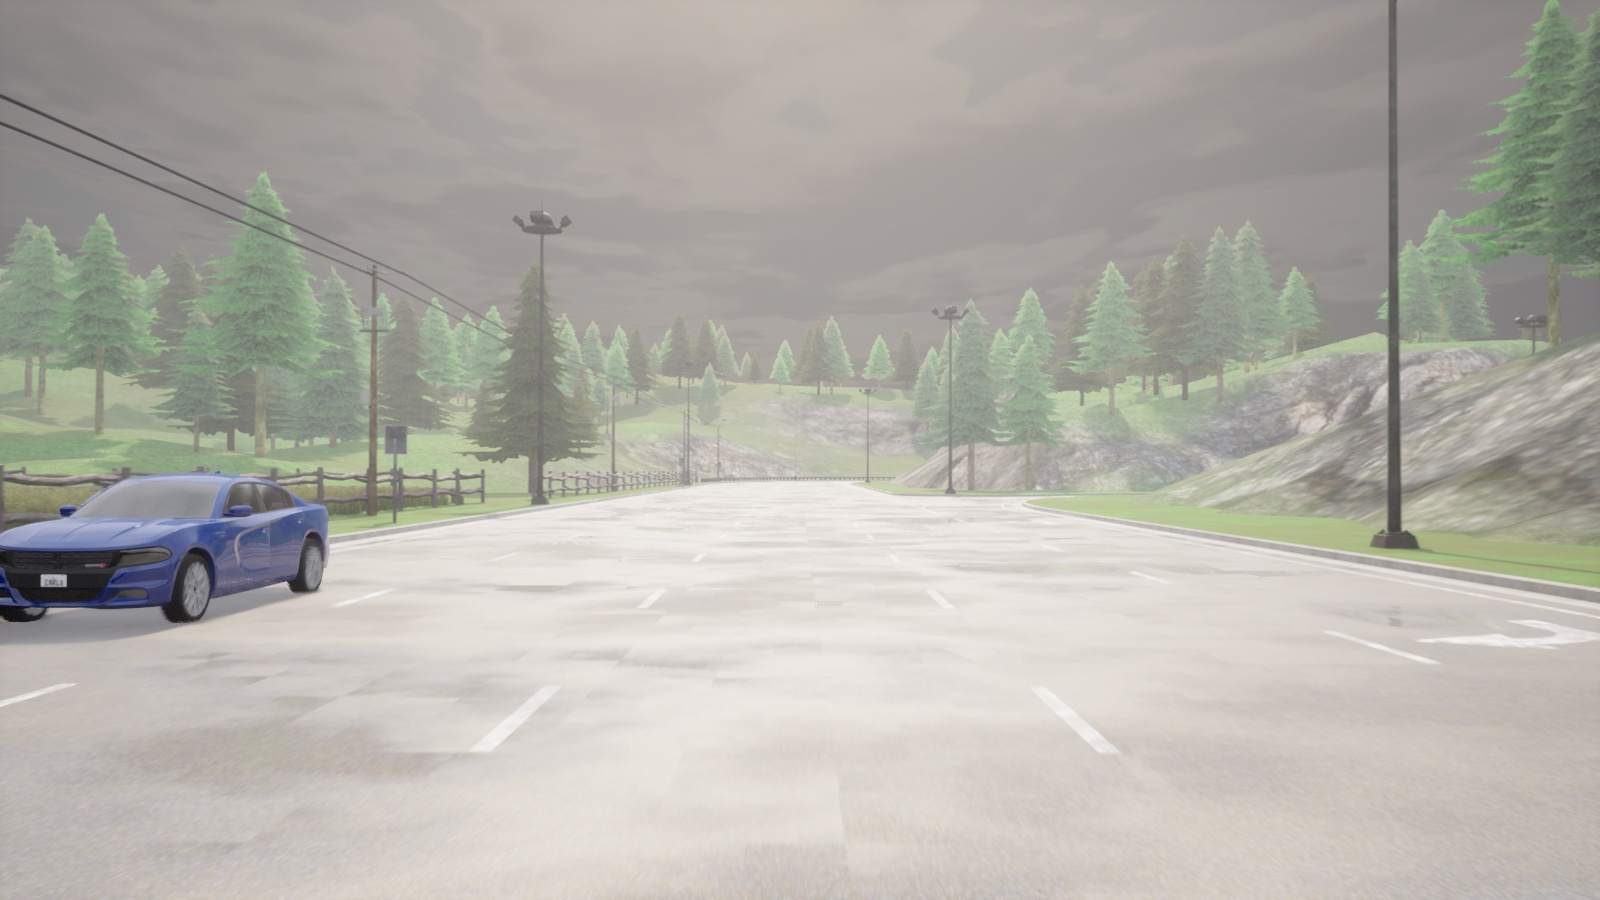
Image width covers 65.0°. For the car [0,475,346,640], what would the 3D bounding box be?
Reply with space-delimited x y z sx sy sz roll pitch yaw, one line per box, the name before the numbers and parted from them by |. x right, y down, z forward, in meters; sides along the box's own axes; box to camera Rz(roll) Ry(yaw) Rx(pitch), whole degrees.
car | -7.032 1.060 14.335 1.882 1.535 5.008 0 -1 0
